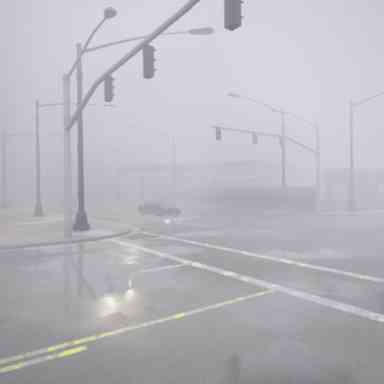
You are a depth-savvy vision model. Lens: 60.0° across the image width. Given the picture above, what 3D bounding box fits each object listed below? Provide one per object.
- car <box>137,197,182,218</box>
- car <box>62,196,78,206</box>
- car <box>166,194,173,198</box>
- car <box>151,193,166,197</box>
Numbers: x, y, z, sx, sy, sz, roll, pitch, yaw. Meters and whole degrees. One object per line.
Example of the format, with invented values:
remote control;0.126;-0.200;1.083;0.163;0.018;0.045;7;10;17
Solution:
car;-3.084;1.491;30.360;2.033;1.411;5.357;-1;1;-37
car;-18.437;1.359;50.860;1.812;1.442;4.674;-1;0;-37
car;-2.905;1.121;70.892;3.806;1.475;1.970;-1;0;-36
car;-6.893;0.976;75.098;4.611;1.667;2.242;-1;0;-36
